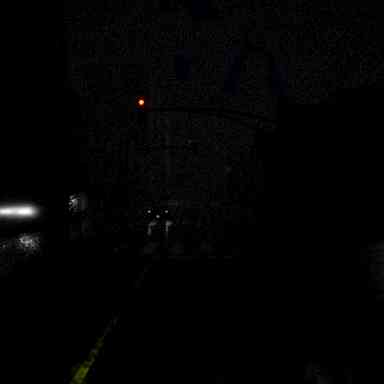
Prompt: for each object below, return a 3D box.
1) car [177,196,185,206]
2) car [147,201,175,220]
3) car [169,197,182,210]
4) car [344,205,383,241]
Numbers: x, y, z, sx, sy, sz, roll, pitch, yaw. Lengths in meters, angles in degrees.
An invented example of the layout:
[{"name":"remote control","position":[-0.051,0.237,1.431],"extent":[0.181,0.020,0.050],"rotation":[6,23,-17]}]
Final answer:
[{"name":"car","position":[-2.644,1.906,67.079],"extent":[2.150,2.045,5.566],"rotation":[0,-1,0]},{"name":"car","position":[-2.806,1.730,29.546],"extent":[1.895,1.301,4.718],"rotation":[0,0,0]},{"name":"car","position":[-2.771,1.831,47.997],"extent":[1.812,1.442,4.674],"rotation":[0,-1,0]},{"name":"car","position":[10.842,1.636,17.862],"extent":[5.009,1.841,2.192],"rotation":[1,-1,0]}]
